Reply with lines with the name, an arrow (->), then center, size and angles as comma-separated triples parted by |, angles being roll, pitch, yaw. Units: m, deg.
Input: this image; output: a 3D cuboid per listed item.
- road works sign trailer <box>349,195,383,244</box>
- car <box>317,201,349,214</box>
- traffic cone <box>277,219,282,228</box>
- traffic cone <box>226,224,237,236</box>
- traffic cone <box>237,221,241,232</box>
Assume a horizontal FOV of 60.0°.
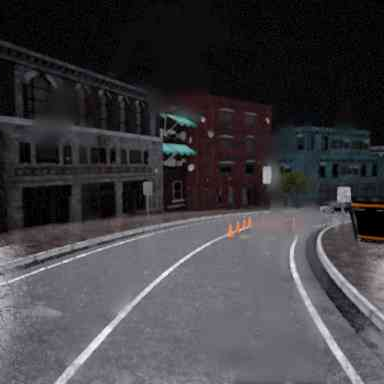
road works sign trailer -> 7.228, 1.219, 10.945 | 3.560, 2.380, 2.880 | 2, 45, 38
car -> 17.077, 1.829, 40.274 | 4.902, 1.511, 2.128 | 2, 2, -37
traffic cone -> 5.886, 2.087, 22.415 | 0.340, 0.580, 0.340 | 2, 0, 19
traffic cone -> 2.012, 1.989, 17.427 | 0.340, 0.580, 0.340 | 2, 0, 19
traffic cone -> 2.679, 1.998, 19.312 | 0.340, 0.580, 0.340 | 2, 0, 20
